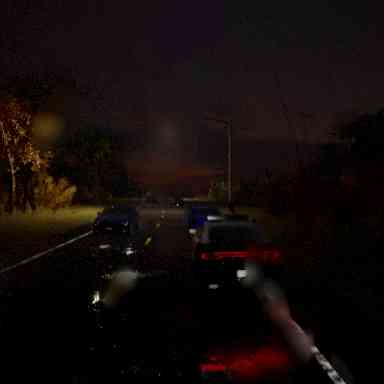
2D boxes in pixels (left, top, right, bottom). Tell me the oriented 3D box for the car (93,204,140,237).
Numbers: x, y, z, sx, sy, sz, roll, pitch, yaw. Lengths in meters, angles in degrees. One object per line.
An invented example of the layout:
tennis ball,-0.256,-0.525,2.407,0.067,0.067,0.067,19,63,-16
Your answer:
car,-3.972,1.452,18.120,1.882,1.535,5.008,0,0,-2

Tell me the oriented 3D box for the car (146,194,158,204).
car,-7.089,1.464,58.637,1.994,1.385,4.181,0,0,-6

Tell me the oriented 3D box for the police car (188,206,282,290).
police car,0.963,1.413,9.182,1.930,1.638,5.238,0,0,-1

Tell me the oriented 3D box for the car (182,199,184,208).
car,0.404,1.484,25.151,1.812,1.442,4.674,0,0,-3

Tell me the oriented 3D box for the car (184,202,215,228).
car,0.676,1.450,19.123,1.882,1.535,5.008,0,0,-2

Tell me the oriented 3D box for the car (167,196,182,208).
car,-2.101,1.431,45.878,1.837,1.490,4.892,0,0,-5
